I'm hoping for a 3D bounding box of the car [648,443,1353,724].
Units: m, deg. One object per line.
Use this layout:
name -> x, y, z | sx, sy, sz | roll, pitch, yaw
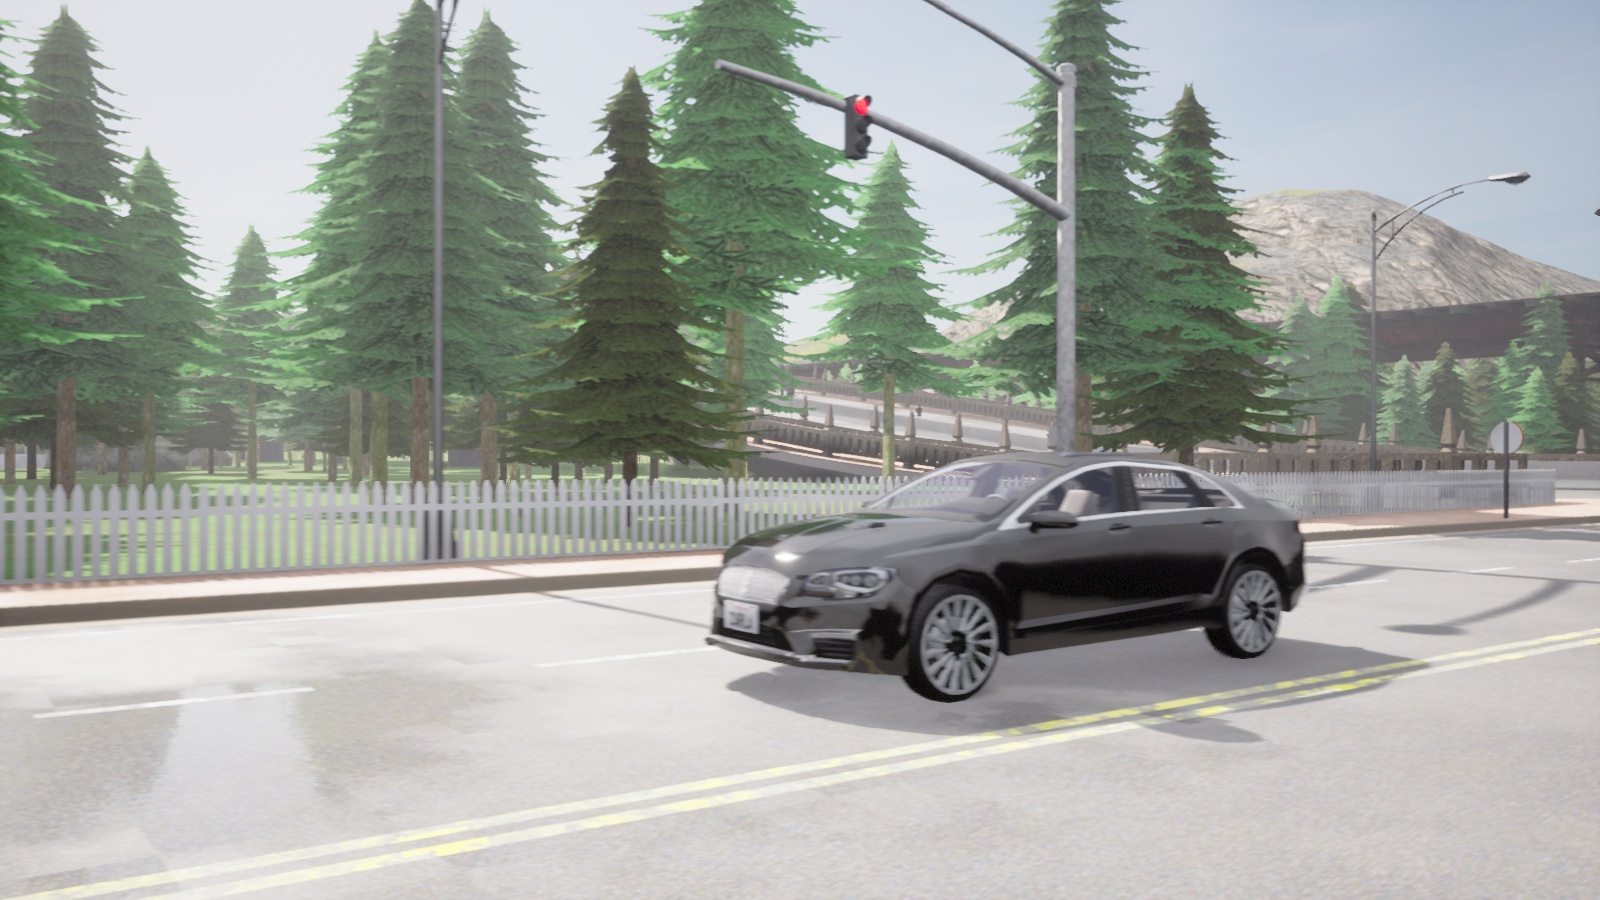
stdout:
car -> 1.590, 0.722, 9.029 | 4.902, 1.511, 2.128 | 0, 0, -35
